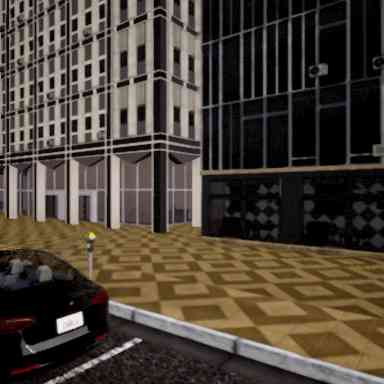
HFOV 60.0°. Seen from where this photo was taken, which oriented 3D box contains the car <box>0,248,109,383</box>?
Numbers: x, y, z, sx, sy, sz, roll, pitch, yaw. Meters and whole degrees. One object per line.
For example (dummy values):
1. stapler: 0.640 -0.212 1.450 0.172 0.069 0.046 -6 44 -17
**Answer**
1. car: -3.113 1.554 5.095 4.313 1.339 1.947 0 0 35
